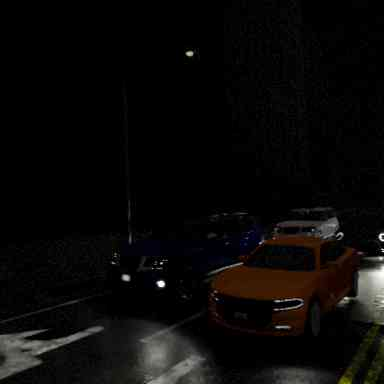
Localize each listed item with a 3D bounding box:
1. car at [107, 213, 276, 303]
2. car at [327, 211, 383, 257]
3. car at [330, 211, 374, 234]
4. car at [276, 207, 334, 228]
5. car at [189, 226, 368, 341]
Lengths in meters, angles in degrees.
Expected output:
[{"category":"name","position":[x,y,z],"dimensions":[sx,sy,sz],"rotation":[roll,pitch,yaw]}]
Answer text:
[{"category":"car","position":[0.185,1.693,9.937],"dimensions":[2.150,2.045,5.566],"rotation":[-4,-3,39]},{"category":"car","position":[7.778,1.795,14.573],"dimensions":[2.097,1.767,4.553],"rotation":[-4,-3,37]},{"category":"car","position":[12.807,2.323,26.495],"dimensions":[2.128,1.511,4.902],"rotation":[-4,-3,37]},{"category":"car","position":[6.356,1.871,18.074],"dimensions":[2.150,2.045,5.566],"rotation":[-4,-3,37]},{"category":"car","position":[2.288,1.763,7.360],"dimensions":[1.882,1.535,5.008],"rotation":[-4,-3,37]}]
